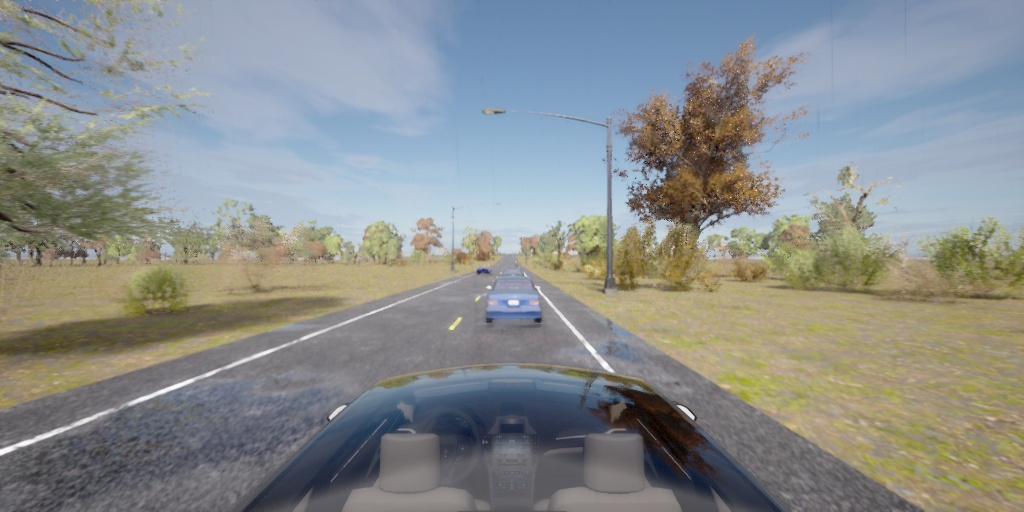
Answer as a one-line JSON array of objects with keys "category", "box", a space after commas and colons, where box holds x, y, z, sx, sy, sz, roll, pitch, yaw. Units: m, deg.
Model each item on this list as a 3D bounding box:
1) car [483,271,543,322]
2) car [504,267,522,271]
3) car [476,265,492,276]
[{"category": "car", "box": [0.067, 1.421, 12.859, 2.033, 1.411, 5.357, 0, -1, 0]}, {"category": "car", "box": [0.066, 1.586, 27.827, 2.033, 1.411, 5.357, 0, -1, 0]}, {"category": "car", "box": [-3.593, 1.839, 46.472, 1.895, 1.301, 4.718, 0, -1, 0]}]
